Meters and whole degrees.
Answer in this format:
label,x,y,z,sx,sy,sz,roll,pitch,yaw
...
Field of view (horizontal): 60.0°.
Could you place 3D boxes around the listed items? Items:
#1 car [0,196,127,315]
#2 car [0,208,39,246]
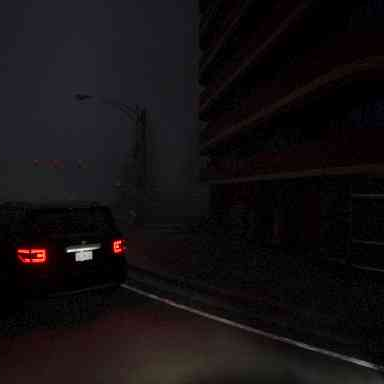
label,x,y,z,sx,sy,sz,roll,pitch,yaw
car,-3.610,1.221,7.932,2.150,2.045,5.566,0,0,-40
car,-8.473,1.564,15.906,1.994,1.385,4.181,0,0,-26
